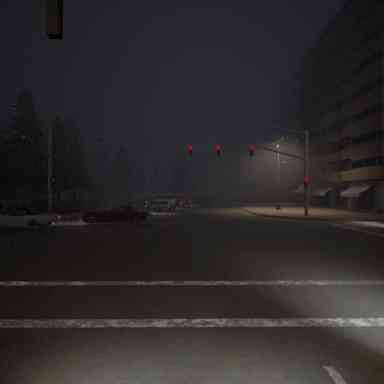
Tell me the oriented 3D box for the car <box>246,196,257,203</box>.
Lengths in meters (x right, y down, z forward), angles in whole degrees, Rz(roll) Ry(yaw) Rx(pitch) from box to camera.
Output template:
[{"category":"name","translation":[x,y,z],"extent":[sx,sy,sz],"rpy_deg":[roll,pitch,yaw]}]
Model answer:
[{"category":"car","translation":[13.142,1.478,68.108],"extent":[5.008,1.535,1.882],"rpy_deg":[0,0,-41]}]

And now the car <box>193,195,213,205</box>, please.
[{"category":"car","translation":[2.071,1.492,59.867],"extent":[2.128,1.511,4.902],"rpy_deg":[0,0,30]}]

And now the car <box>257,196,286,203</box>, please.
[{"category":"car","translation":[15.651,1.478,65.282],"extent":[5.008,1.535,1.882],"rpy_deg":[1,-1,-41]}]

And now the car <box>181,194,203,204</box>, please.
[{"category":"car","translation":[0.062,1.352,63.236],"extent":[2.097,1.767,4.553],"rpy_deg":[0,0,33]}]

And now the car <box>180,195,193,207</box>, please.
[{"category":"car","translation":[-1.813,1.352,50.398],"extent":[2.097,1.767,4.553],"rpy_deg":[0,0,16]}]

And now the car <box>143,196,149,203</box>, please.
[{"category":"car","translation":[-6.370,1.352,44.371],"extent":[2.097,1.767,4.553],"rpy_deg":[0,0,7]}]

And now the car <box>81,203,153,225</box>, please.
[{"category":"car","translation":[-5.442,1.640,23.960],"extent":[4.718,1.301,1.895],"rpy_deg":[0,0,0]}]

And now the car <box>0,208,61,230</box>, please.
[{"category":"car","translation":[-10.725,1.643,20.440],"extent":[4.718,1.301,1.895],"rpy_deg":[0,0,0]}]

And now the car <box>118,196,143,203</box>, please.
[{"category":"car","translation":[-6.921,1.492,35.286],"extent":[2.128,1.511,4.902],"rpy_deg":[0,0,2]}]

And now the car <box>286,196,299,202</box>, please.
[{"category":"car","translation":[21.938,1.525,73.634],"extent":[4.902,1.511,2.128],"rpy_deg":[0,0,-22]}]

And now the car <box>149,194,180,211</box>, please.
[{"category":"car","translation":[-3.272,1.221,40.398],"extent":[2.150,2.045,5.566],"rpy_deg":[0,0,6]}]

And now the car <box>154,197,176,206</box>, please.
[{"category":"car","translation":[-4.281,1.526,54.171],"extent":[1.812,1.442,4.674],"rpy_deg":[0,0,20]}]
